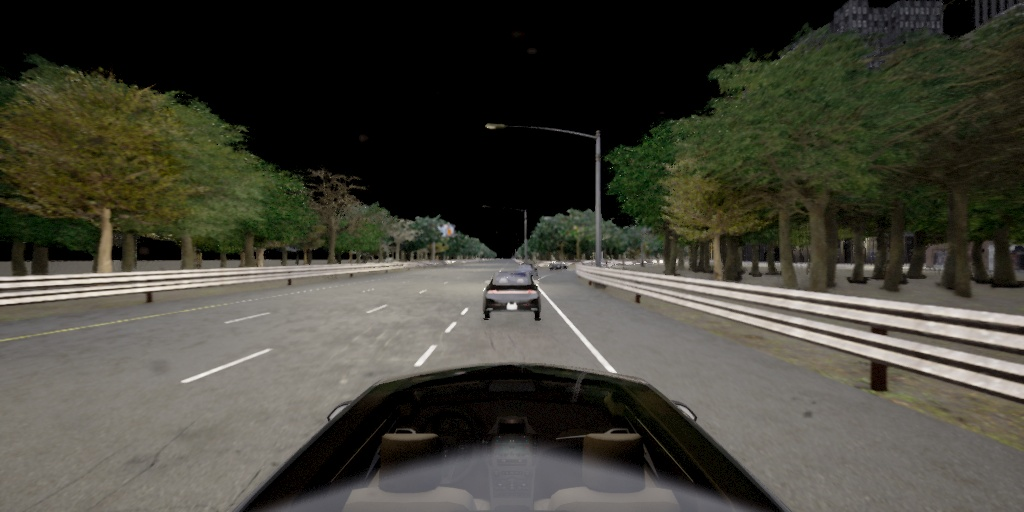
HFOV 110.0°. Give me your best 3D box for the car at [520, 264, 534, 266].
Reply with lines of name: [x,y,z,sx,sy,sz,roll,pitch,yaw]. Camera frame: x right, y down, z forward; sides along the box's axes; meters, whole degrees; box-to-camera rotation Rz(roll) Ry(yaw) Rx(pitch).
car: [1.542,1.491,36.859,1.994,1.385,4.181,0,0,11]

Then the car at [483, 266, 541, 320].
car: [-0.001,1.298,12.951,2.128,1.511,4.902,0,0,0]

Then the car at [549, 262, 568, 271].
car: [7.392,1.620,55.963,1.895,1.301,4.718,0,0,24]
